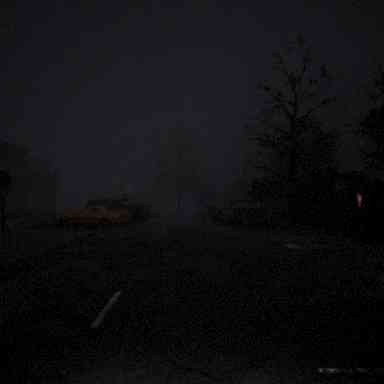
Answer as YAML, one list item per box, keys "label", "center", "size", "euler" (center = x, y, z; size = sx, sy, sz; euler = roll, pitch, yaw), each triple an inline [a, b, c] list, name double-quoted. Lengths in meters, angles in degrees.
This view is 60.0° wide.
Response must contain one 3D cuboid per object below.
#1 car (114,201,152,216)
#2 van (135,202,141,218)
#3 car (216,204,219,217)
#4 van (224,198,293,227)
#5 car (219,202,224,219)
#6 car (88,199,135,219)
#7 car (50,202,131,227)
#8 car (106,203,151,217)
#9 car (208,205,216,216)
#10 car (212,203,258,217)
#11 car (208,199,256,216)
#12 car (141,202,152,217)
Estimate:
- label: "car"
  center: [-7.456, 2.082, 42.456]
  size: [4.553, 1.767, 2.185]
  euler: [0, -2, -1]
- label: "van"
  center: [-7.255, 1.615, 30.320]
  size: [4.442, 1.987, 1.878]
  euler: [0, -1, 0]
- label: "car"
  center: [5.090, 1.809, 29.251]
  size: [5.366, 1.575, 1.946]
  euler: [0, -1, 0]
- label: "van"
  center: [4.824, 1.470, 23.800]
  size: [4.442, 1.987, 1.878]
  euler: [0, -1, 0]
- label: "car"
  center: [5.108, 1.749, 26.591]
  size: [5.366, 1.575, 1.946]
  euler: [0, -1, 0]
- label: "car"
  center: [-7.319, 1.641, 27.281]
  size: [4.553, 1.767, 2.185]
  euler: [0, -1, 0]
- label: "car"
  center: [-7.516, 1.705, 24.360]
  size: [5.366, 1.575, 1.946]
  euler: [0, -1, 0]
- label: "car"
  center: [-7.448, 2.107, 39.418]
  size: [5.008, 1.535, 2.097]
  euler: [0, -2, -1]
- label: "car"
  center: [4.838, 1.711, 34.972]
  size: [5.566, 2.045, 2.435]
  euler: [0, -2, -1]
- label: "car"
  center: [4.828, 2.052, 37.755]
  size: [4.892, 1.521, 2.231]
  euler: [0, -2, -1]
- label: "car"
  center: [4.776, 1.888, 40.431]
  size: [5.566, 2.045, 2.435]
  euler: [0, -2, -1]
- label: "car"
  center: [-7.392, 1.759, 36.511]
  size: [5.566, 2.045, 2.435]
  euler: [0, -2, -1]
